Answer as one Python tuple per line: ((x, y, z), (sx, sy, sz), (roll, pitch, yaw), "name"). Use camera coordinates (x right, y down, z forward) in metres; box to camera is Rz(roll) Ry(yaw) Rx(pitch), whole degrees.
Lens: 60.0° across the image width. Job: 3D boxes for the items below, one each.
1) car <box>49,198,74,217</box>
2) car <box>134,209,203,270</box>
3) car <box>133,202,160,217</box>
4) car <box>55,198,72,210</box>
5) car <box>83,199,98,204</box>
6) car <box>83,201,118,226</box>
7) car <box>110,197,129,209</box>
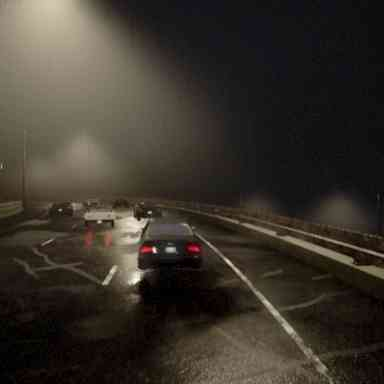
((-12.180, 1.542, 31.158), (1.994, 1.385, 4.181), (0, 0, -18), "car")
((-0.801, 1.531, 11.059), (2.033, 1.411, 5.357), (0, 0, -6), "car")
((-3.694, 1.528, 27.272), (1.994, 1.385, 4.181), (0, 0, -14), "car")
((-16.875, 1.494, 43.496), (1.812, 1.442, 4.674), (0, 0, -24), "car")
((-13.388, 1.560, 44.312), (1.895, 1.301, 4.718), (0, 0, -24), "car")
((-6.294, 1.578, 23.079), (1.895, 1.301, 4.718), (0, 0, -13), "car")
((-9.877, 1.454, 44.926), (1.837, 1.490, 4.892), (0, 0, -24), "car")
